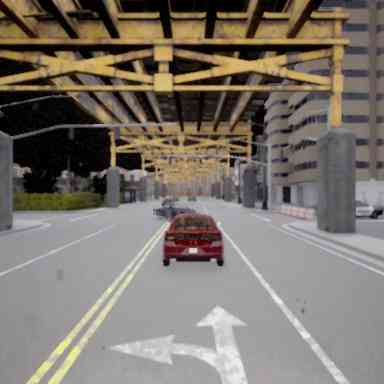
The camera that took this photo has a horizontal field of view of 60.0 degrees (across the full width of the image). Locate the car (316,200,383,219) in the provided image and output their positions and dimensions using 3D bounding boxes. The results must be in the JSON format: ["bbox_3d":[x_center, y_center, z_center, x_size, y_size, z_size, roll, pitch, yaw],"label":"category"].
[{"bbox_3d":[13.256,1.460,27.608,4.974,1.542,2.038,0,0,-20],"label":"car"}]

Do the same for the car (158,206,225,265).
[{"bbox_3d":[0.054,1.483,11.767,1.882,1.535,5.008,0,0,0],"label":"car"}]

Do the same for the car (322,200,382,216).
[{"bbox_3d":[13.305,1.302,27.626,4.536,1.218,1.853,0,0,-20],"label":"car"}]

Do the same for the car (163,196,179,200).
[{"bbox_3d":[-3.583,1.573,52.487,1.994,1.385,4.181,0,0,0],"label":"car"}]

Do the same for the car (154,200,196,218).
[{"bbox_3d":[-1.553,1.607,27.398,1.895,1.301,4.718,0,0,-27],"label":"car"}]

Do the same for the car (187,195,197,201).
[{"bbox_3d":[-0.016,1.364,69.613,2.033,1.411,5.357,0,0,0],"label":"car"}]

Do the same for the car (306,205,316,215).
[{"bbox_3d":[13.581,1.460,31.767,4.974,1.542,2.038,0,0,25],"label":"car"}]
